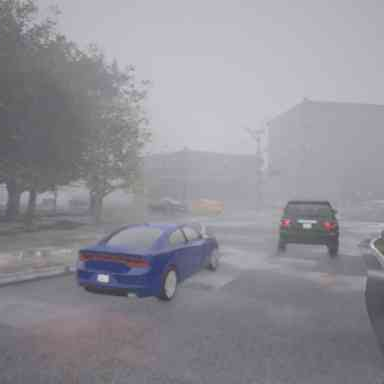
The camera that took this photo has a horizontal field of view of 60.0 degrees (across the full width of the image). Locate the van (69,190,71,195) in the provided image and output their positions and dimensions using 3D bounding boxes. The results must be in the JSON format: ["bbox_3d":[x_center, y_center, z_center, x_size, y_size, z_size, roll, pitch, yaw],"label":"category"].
[{"bbox_3d":[-26.287,0.979,78.912,4.442,1.987,1.878,1,1,-23],"label":"van"}]

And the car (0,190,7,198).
[{"bbox_3d":[-48.679,0.602,80.411,5.566,2.045,2.435,1,1,-23],"label":"car"}]

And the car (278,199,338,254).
[{"bbox_3d":[5.012,1.306,14.366,2.150,2.045,5.566,1,0,20],"label":"car"}]

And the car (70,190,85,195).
[{"bbox_3d":[-25.029,1.112,76.287,4.553,1.767,2.185,1,0,-23],"label":"car"}]

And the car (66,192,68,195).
[{"bbox_3d":[-29.408,1.089,86.649,5.008,1.535,2.097,1,1,-23],"label":"car"}]

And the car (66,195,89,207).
[{"bbox_3d":[-17.488,1.539,50.914,1.895,1.301,4.718,1,0,-33],"label":"car"}]

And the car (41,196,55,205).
[{"bbox_3d":[-24.110,1.373,56.192,1.812,1.442,4.674,1,0,-30],"label":"car"}]

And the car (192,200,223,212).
[{"bbox_3d":[1.110,1.553,35.003,1.882,1.535,5.008,1,-1,-37],"label":"car"}]

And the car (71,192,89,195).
[{"bbox_3d":[-22.988,1.316,71.251,4.792,1.488,2.163,1,0,-23],"label":"car"}]

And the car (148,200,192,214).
[{"bbox_3d":[-2.632,1.536,34.406,1.882,1.535,5.008,2,-1,-42],"label":"car"}]

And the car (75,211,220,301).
[{"bbox_3d":[-0.768,1.488,8.568,1.882,1.535,5.008,1,0,22],"label":"car"}]
